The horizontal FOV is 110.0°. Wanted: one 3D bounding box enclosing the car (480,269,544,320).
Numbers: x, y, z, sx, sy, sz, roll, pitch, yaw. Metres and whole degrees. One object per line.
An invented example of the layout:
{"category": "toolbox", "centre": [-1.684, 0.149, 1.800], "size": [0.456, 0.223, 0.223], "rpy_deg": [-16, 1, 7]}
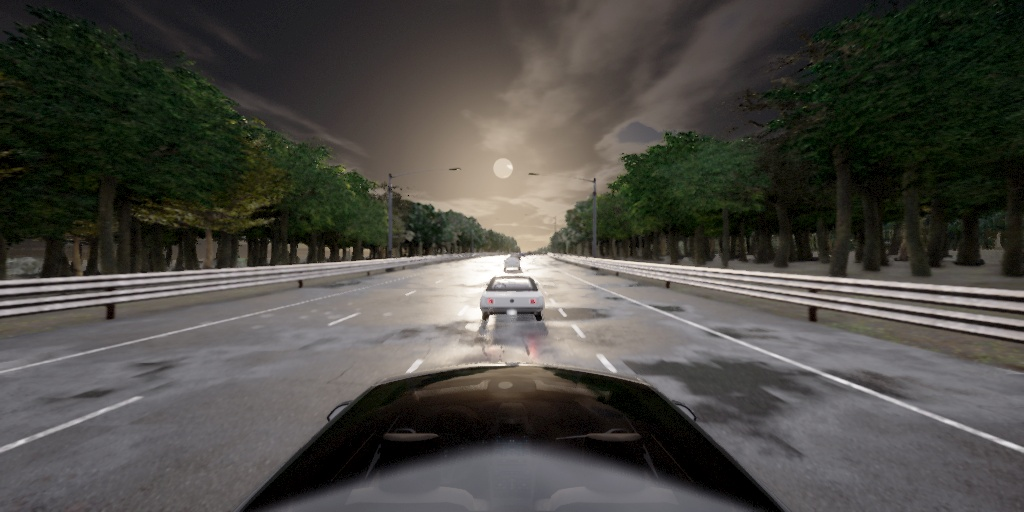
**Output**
{"category": "car", "centre": [0.000, 1.319, 12.504], "size": [1.895, 1.301, 4.718], "rpy_deg": [0, 0, 0]}

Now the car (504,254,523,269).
{"category": "car", "centre": [0.027, 0.850, 42.217], "size": [1.812, 1.442, 4.674], "rpy_deg": [0, 1, 0]}
